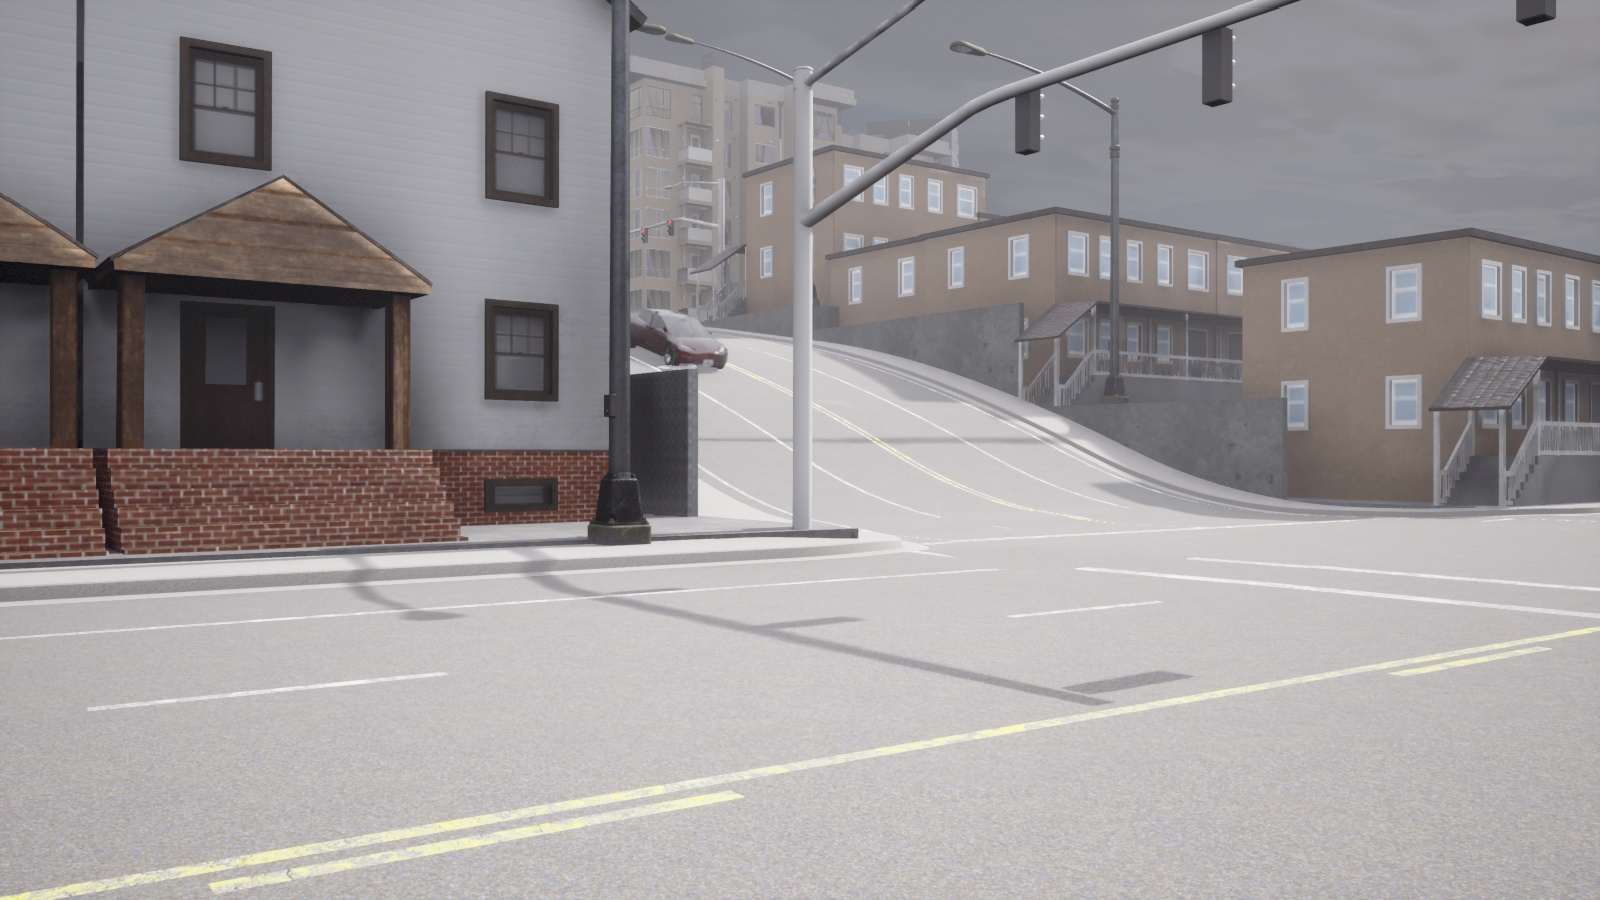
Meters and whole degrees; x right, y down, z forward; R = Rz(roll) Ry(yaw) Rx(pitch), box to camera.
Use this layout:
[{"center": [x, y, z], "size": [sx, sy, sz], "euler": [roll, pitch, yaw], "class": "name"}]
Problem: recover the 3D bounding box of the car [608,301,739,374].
[{"center": [-4.302, -3.792, 41.960], "size": [2.163, 1.488, 4.792], "euler": [0, 15, -36], "class": "car"}]
